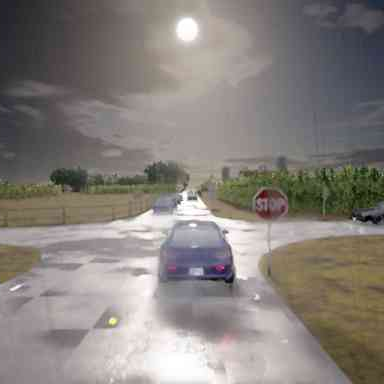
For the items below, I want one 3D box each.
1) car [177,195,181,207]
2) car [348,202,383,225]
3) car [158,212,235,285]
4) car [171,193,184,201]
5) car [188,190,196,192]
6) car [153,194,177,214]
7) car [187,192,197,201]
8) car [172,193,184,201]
[{"bbox_3d":[-2.835,1.355,42.503,1.895,1.301,4.718,0,1,0],"label":"car"},{"bbox_3d":[12.637,1.229,20.556,5.357,1.411,2.033,-1,0,-2],"label":"car"},{"bbox_3d":[0.099,1.512,9.367,1.812,1.442,4.674,0,0,0],"label":"car"},{"bbox_3d":[-2.817,1.001,52.998,2.097,1.767,4.553,0,1,0],"label":"car"},{"bbox_3d":[0.019,0.581,75.727,2.150,2.045,5.566,0,1,0],"label":"car"},{"bbox_3d":[-2.794,1.314,33.190,1.882,1.535,5.008,0,1,-2],"label":"car"},{"bbox_3d":[0.118,1.099,65.563,1.895,1.301,4.718,0,1,0],"label":"car"},{"bbox_3d":[-2.737,0.988,65.772,2.128,1.511,4.902,0,1,0],"label":"car"}]
